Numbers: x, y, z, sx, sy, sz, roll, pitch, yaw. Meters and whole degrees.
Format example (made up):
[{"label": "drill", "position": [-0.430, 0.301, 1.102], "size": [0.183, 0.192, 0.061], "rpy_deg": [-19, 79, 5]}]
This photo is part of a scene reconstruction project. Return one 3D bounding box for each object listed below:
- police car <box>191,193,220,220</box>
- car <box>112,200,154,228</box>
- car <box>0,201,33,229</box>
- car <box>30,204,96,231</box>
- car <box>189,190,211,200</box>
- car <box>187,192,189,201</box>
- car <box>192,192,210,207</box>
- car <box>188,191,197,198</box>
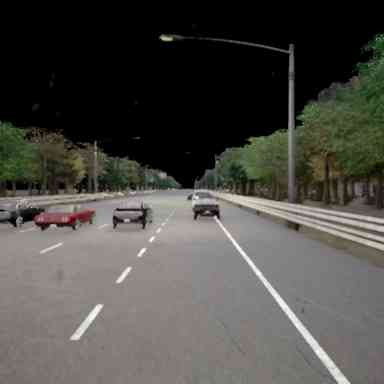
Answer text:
[{"label": "police car", "position": [1.049, 1.117, 25.123], "size": [1.930, 1.638, 5.238], "rpy_deg": [0, 1, 0]}, {"label": "car", "position": [-3.401, 1.247, 19.797], "size": [2.128, 1.511, 4.902], "rpy_deg": [0, 1, 0]}, {"label": "car", "position": [-10.401, 1.247, 19.729], "size": [2.128, 1.511, 4.902], "rpy_deg": [0, 1, 0]}, {"label": "car", "position": [-6.899, 1.368, 18.770], "size": [1.895, 1.301, 4.718], "rpy_deg": [0, 1, 0]}, {"label": "car", "position": [1.053, 0.800, 35.029], "size": [2.150, 2.045, 5.566], "rpy_deg": [0, 1, 0]}, {"label": "car", "position": [0.047, 0.816, 58.699], "size": [1.837, 1.490, 4.892], "rpy_deg": [0, 1, 0]}, {"label": "car", "position": [1.059, 0.860, 40.961], "size": [2.097, 1.767, 4.553], "rpy_deg": [0, 1, 0]}, {"label": "car", "position": [0.117, 0.490, 75.852], "size": [1.812, 1.442, 4.674], "rpy_deg": [0, 1, 0]}]
